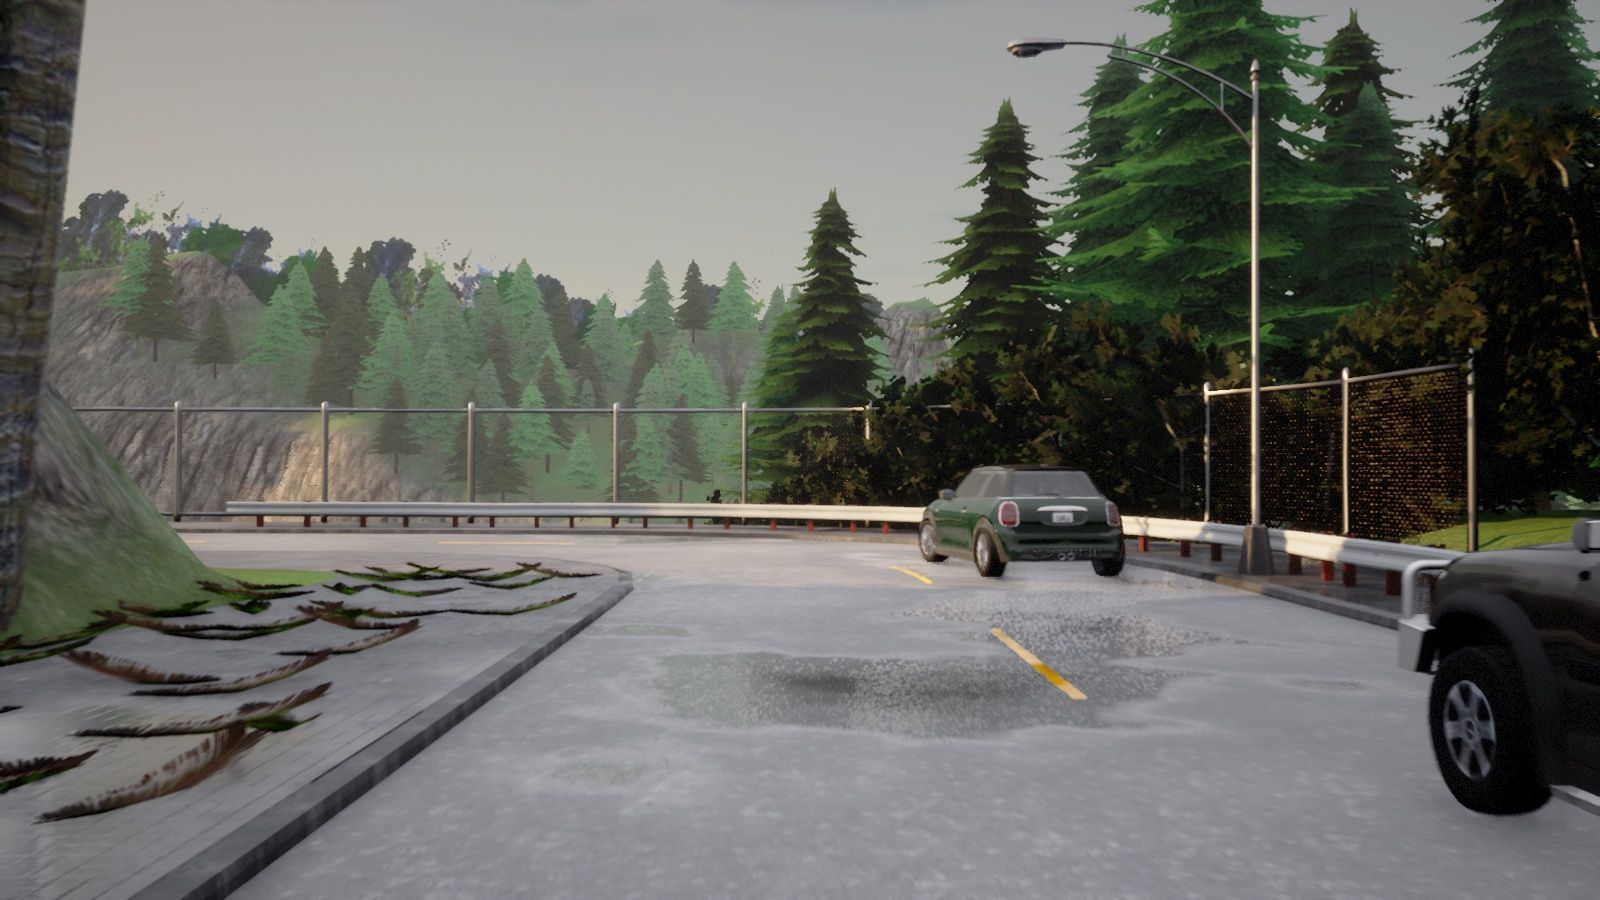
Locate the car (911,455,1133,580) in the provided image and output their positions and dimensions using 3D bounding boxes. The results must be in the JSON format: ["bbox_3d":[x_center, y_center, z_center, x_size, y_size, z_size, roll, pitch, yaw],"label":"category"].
[{"bbox_3d":[3.396,1.000,20.270,2.097,1.767,4.553,0,-1,-10],"label":"car"}]

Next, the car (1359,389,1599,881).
[{"bbox_3d":[3.985,0.690,4.448,1.932,1.855,4.605,0,-1,0],"label":"car"}]
